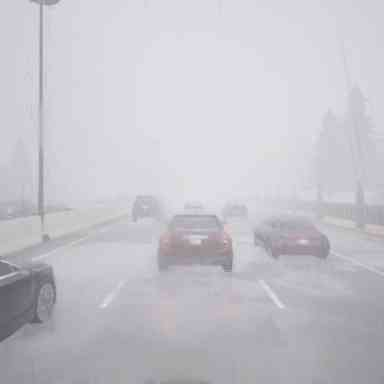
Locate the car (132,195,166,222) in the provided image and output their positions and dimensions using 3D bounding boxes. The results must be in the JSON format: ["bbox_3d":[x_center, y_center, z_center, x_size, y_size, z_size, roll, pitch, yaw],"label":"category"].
[{"bbox_3d":[-3.378,1.248,26.711,2.150,2.045,5.566,0,0,0],"label":"car"}]

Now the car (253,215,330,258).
[{"bbox_3d":[3.608,1.578,12.760,1.994,1.385,4.181,0,0,0],"label":"car"}]

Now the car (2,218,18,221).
[{"bbox_3d":[-14.072,1.376,26.232,2.097,1.767,4.553,0,0,0],"label":"car"}]

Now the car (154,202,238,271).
[{"bbox_3d":[0.104,1.363,11.074,2.097,1.767,4.553,0,0,0],"label":"car"}]

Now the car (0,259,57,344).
[{"bbox_3d":[-3.414,1.497,4.232,2.128,1.511,4.902,0,0,0],"label":"car"}]

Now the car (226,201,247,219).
[{"bbox_3d":[3.624,1.508,29.189,1.882,1.535,5.008,0,0,0],"label":"car"}]

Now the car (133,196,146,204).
[{"bbox_3d":[-10.442,1.586,66.176,1.837,1.490,4.892,0,0,0],"label":"car"}]

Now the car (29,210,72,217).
[{"bbox_3d":[-10.576,1.624,25.157,1.895,1.301,4.718,0,0,0],"label":"car"}]
